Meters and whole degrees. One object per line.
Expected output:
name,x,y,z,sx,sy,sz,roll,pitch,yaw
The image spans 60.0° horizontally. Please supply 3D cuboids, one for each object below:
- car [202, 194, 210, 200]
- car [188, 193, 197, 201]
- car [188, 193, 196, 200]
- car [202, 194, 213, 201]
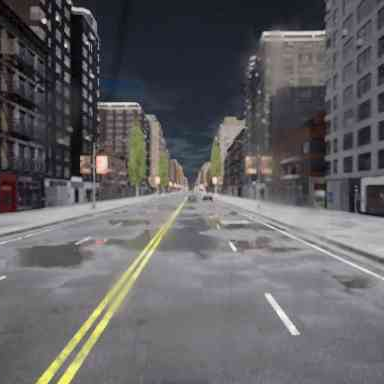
car,3.281,1.187,79.090,1.895,1.301,4.718,0,0,0
car,0.027,1.184,68.644,2.128,1.511,4.902,0,0,0
car,0.031,1.070,79.060,1.882,1.535,5.008,0,0,0
car,3.277,1.141,68.643,1.882,1.535,5.008,0,0,0
